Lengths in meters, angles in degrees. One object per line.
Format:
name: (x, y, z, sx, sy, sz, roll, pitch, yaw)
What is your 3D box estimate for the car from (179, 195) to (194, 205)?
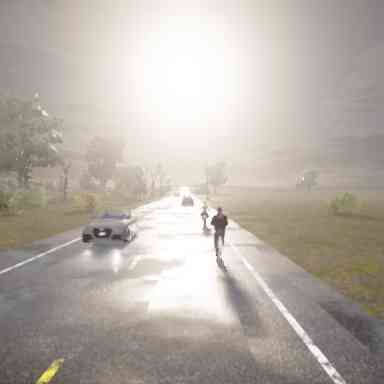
car: (-0.734, 1.445, 56.054, 1.994, 1.385, 4.181, 0, 0, -1)

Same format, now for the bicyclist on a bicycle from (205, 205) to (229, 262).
bicyclist on a bicycle: (0.899, 1.348, 11.038, 0.659, 1.776, 1.843, 0, 0, 0)

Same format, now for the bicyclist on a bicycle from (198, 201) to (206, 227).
bicyclist on a bicycle: (0.802, 1.393, 21.227, 0.866, 1.612, 1.509, 0, 0, -1)

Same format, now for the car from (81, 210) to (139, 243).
car: (-3.714, 1.533, 15.694, 1.994, 1.385, 4.181, 0, 0, -1)

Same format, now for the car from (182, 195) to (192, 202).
car: (-1.166, 1.380, 73.708, 2.033, 1.411, 5.357, 0, 0, -1)
